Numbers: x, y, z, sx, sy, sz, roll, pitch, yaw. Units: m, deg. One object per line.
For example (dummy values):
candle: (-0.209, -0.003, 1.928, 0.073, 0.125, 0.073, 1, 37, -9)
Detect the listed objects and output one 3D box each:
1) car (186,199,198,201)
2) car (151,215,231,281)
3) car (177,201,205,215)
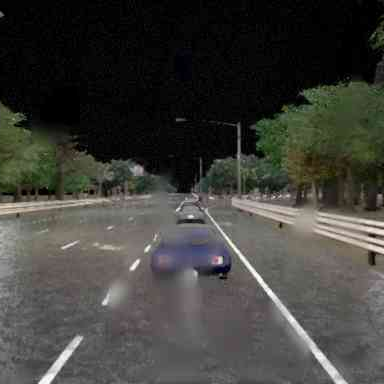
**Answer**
car: (-0.013, 1.543, 38.846, 2.128, 1.511, 4.902, 0, 0, 2)
car: (-0.026, 1.612, 9.902, 1.895, 1.301, 4.718, 0, 0, 0)
car: (-0.075, 1.594, 24.032, 1.994, 1.385, 4.181, 0, 0, 0)
